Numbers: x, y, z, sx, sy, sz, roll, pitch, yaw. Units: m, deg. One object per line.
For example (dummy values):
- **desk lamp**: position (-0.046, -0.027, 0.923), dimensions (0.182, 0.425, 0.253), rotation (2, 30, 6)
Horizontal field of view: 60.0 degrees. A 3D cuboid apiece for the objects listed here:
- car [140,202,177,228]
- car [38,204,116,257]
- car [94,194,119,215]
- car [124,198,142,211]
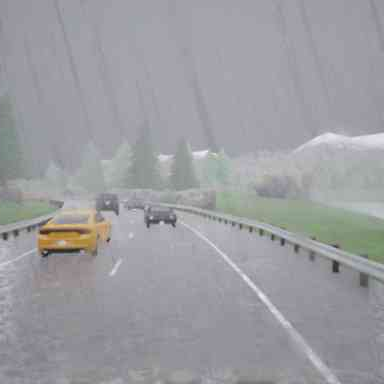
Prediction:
- **car**: position (-2.225, 1.553, 22.160), dimensions (1.895, 1.301, 4.718), rotation (0, 0, -11)
- **car**: position (-4.355, 1.457, 12.987), dimensions (1.882, 1.535, 5.008), rotation (0, 0, -6)
- **car**: position (-8.454, 1.164, 32.994), dimensions (2.150, 2.045, 5.566), rotation (0, 0, -16)
- **car**: position (-6.966, 1.470, 39.737), dimensions (2.033, 1.411, 5.357), rotation (0, 0, -20)
